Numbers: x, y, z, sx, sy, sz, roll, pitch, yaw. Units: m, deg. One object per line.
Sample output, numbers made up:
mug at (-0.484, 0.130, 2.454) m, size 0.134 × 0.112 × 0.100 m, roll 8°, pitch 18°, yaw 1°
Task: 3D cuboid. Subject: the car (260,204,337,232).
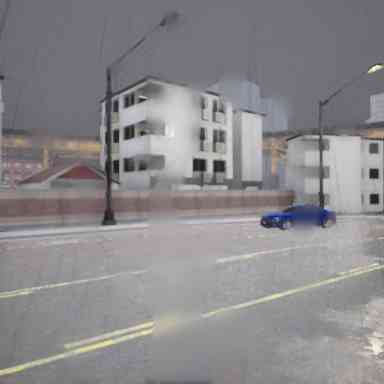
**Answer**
car at (6.560, 1.519, 20.533) m, size 5.008 × 1.535 × 1.882 m, roll 0°, pitch -1°, yaw -23°
